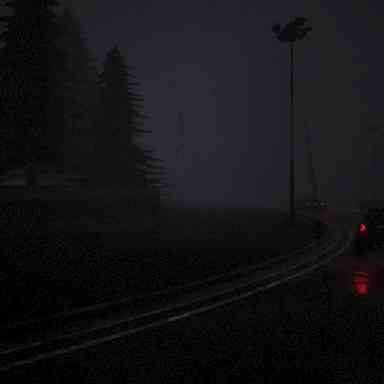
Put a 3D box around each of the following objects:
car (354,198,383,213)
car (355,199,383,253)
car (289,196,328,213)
[{"bbox_3d":[19.175,1.407,34.931,1.994,1.385,4.181,0,0,-6],"label":"car"},{"bbox_3d":[7.660,1.291,12.752,2.097,1.767,4.553,0,0,33],"label":"car"},{"bbox_3d":[12.122,1.239,35.548,2.097,1.767,4.553,0,0,-7],"label":"car"}]
